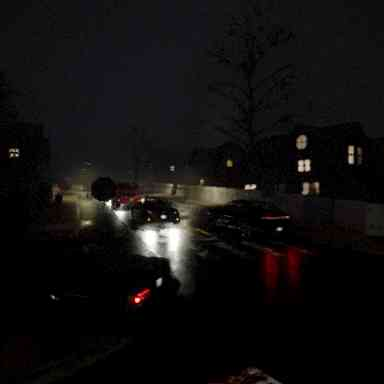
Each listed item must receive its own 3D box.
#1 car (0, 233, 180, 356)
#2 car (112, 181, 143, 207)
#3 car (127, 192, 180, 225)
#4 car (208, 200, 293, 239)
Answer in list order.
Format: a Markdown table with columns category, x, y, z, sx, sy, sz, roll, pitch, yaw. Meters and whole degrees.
| category | x | y | z | sx | sy | sz | roll | pitch | yaw |
| --- | --- | --- | --- | --- | --- | --- | --- | --- | --- |
| car | -2.937 | 1.429 | 5.480 | 5.357 | 1.411 | 2.033 | -1 | 1 | 12 |
| car | -5.618 | 0.132 | 28.596 | 2.150 | 2.045 | 5.566 | 1 | 2 | -19 |
| car | -2.059 | 0.949 | 18.202 | 1.994 | 1.385 | 4.181 | 1 | 2 | -20 |
| car | 2.422 | 1.119 | 15.140 | 2.128 | 1.511 | 4.902 | 0 | 3 | -25 |
